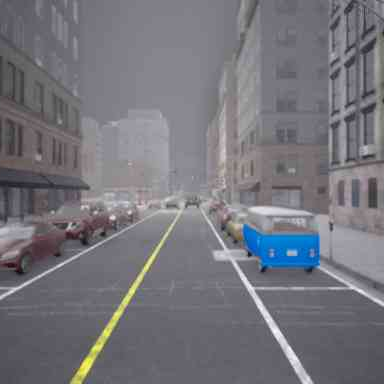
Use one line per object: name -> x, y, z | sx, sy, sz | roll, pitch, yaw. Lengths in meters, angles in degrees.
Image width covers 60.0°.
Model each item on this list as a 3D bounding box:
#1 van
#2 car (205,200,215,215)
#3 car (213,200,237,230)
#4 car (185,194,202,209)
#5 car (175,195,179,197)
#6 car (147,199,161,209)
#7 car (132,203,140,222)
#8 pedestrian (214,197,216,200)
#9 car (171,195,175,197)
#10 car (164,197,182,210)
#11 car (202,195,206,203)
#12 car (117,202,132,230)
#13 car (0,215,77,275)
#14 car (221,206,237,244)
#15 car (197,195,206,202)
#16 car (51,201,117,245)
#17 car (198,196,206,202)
van -> 2.634, 1.389, 10.608 | 1.690, 1.788, 3.998 | 0, 0, 0
car -> 2.734, 1.670, 36.348 | 1.837, 1.490, 4.892 | 0, 0, 0
car -> 2.629, 1.536, 21.426 | 1.967, 1.590, 4.097 | 0, 0, 0
car -> 0.044, 1.453, 51.204 | 2.150, 2.045, 5.566 | 0, 0, 2
car -> -5.427, 1.973, 92.300 | 2.008, 1.369, 4.403 | 0, 0, 0
car -> -5.408, 1.769, 48.468 | 2.008, 1.369, 4.403 | 0, 0, 0
car -> -5.399, 1.560, 26.832 | 1.967, 1.590, 4.097 | 0, 0, 0
pedestrian -> 2.733, 1.471, 39.296 | 0.375, 1.860, 0.375 | 0, 0, -8
car -> -5.420, 1.867, 75.144 | 1.752, 1.417, 4.829 | 0, 0, 0
car -> -2.814, 1.816, 47.690 | 1.895, 1.301, 4.718 | 0, 0, 1
car -> 0.354, 1.797, 66.250 | 1.837, 1.490, 4.892 | 0, 0, -28
car -> -5.396, 1.536, 21.423 | 1.967, 1.590, 4.097 | 0, 0, 0
car -> -5.392, 1.629, 10.603 | 1.802, 1.307, 4.206 | 0, 0, 0
car -> 2.631, 1.598, 16.186 | 1.752, 1.417, 4.829 | 0, 0, 0
car -> 2.598, 1.738, 92.304 | 2.192, 1.841, 5.009 | 0, 0, 0
car -> -5.394, 1.386, 16.014 | 2.192, 1.841, 5.009 | 0, 0, 0
car -> 2.600, 1.837, 86.641 | 1.967, 1.590, 4.097 | 0, 0, 0
